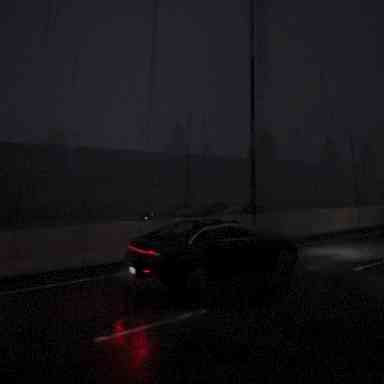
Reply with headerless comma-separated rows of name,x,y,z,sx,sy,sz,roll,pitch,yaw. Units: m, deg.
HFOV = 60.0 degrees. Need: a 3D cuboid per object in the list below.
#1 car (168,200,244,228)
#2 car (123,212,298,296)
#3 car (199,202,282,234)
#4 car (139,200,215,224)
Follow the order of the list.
car,1.018,1.371,21.891,4.892,1.490,1.837,-1,0,-35
car,0.690,1.438,8.536,4.902,1.511,2.128,-1,0,-35
car,2.830,1.394,18.884,4.674,1.442,1.812,-1,0,-35
car,-1.039,1.413,24.724,5.357,1.411,2.033,-1,0,-35
